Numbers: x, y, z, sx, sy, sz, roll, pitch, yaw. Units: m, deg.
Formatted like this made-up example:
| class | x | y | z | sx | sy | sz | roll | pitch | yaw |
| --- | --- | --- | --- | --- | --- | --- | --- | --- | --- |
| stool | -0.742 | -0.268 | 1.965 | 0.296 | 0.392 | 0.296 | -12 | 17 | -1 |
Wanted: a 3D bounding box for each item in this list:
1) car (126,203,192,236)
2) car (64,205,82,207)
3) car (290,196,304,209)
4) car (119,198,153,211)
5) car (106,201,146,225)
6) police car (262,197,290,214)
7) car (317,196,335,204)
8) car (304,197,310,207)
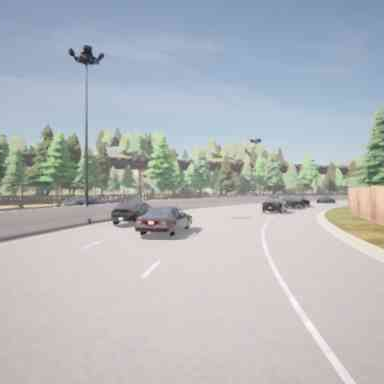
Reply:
| class | x | y | z | sx | sy | sz | roll | pitch | yaw |
| --- | --- | --- | --- | --- | --- | --- | --- | --- | --- |
| car | -1.383 | 1.462 | 17.902 | 2.033 | 1.411 | 5.357 | 0 | 0 | 12 |
| car | -13.264 | 1.117 | 39.196 | 2.097 | 1.767 | 4.553 | 0 | 0 | 22 |
| car | 12.476 | 1.377 | 42.285 | 1.837 | 1.490 | 4.892 | 0 | 0 | 30 |
| car | -6.285 | 1.367 | 37.836 | 1.994 | 1.385 | 4.181 | 0 | 0 | 22 |
| car | -3.776 | 1.387 | 22.716 | 1.837 | 1.490 | 4.892 | 0 | 0 | 14 |
| police car | 8.612 | 1.313 | 34.633 | 1.930 | 1.638 | 5.238 | 0 | 0 | 24 |
| car | 24.372 | 1.417 | 60.437 | 4.181 | 1.385 | 1.994 | 0 | 0 | -44 |
| car | 15.183 | 1.342 | 46.737 | 1.882 | 1.535 | 5.008 | 0 | 0 | 33 |
